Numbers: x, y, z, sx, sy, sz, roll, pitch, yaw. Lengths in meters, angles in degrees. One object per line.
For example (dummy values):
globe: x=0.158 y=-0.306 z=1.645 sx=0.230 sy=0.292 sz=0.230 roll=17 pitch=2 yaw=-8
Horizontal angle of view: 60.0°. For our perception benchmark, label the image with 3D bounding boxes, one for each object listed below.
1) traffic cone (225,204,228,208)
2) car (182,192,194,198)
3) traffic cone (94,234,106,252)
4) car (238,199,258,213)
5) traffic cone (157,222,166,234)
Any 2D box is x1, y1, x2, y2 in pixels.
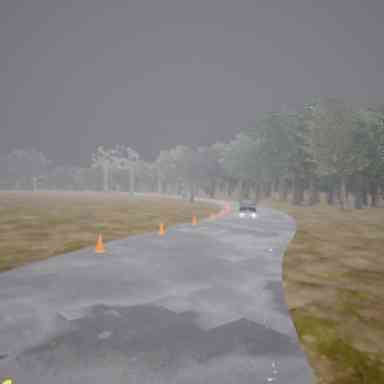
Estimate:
traffic cone: x=3.718 y=1.854 z=35.443 sx=0.340 sy=0.580 sz=0.340 roll=1 pitch=0 yaw=10
car: x=-1.156 y=0.874 z=88.116 sx=2.128 sy=1.511 sz=4.902 roll=1 pitch=1 yaw=-25
traffic cone: x=-3.257 y=1.797 z=11.779 sx=0.340 sy=0.580 sz=0.340 roll=1 pitch=0 yaw=16
car: x=6.145 y=1.496 z=36.545 sx=2.033 sy=1.411 sz=5.357 roll=1 pitch=0 yaw=10
traffic cone: x=-1.537 y=1.809 z=16.765 sx=0.340 sy=0.580 sz=0.340 roll=1 pitch=0 yaw=22
